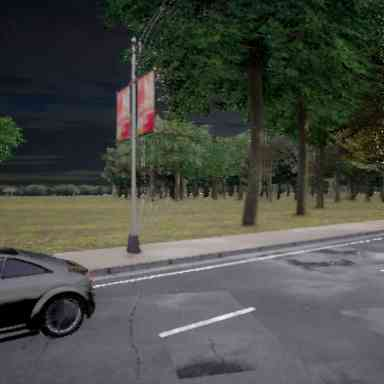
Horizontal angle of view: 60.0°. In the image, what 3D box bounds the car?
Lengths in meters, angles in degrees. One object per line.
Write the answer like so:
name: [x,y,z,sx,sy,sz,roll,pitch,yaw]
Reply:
car: [-3.652,1.564,5.054,4.181,1.385,1.994,0,0,-35]
